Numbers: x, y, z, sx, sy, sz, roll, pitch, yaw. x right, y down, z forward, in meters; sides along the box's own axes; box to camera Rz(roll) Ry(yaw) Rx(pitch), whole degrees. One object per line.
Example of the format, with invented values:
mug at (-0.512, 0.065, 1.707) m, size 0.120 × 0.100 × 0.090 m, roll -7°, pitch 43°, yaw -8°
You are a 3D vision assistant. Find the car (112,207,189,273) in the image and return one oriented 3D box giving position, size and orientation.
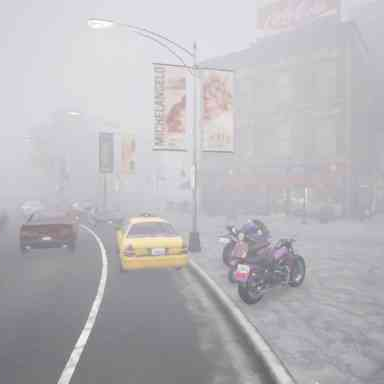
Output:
car at (-1.493, 1.456, 10.762) m, size 1.801 × 1.575 × 5.366 m, roll 0°, pitch 0°, yaw -15°

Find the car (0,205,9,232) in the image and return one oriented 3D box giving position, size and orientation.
car at (-11.982, 1.341, 19.401) m, size 2.097 × 1.767 × 4.553 m, roll 0°, pitch 0°, yaw -26°

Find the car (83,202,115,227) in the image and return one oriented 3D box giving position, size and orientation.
car at (-6.003, 1.591, 22.679) m, size 1.895 × 1.301 × 4.718 m, roll 0°, pitch 0°, yaw -25°

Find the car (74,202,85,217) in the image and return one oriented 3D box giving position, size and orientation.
car at (-9.033, 1.513, 27.542) m, size 2.002 × 1.452 × 4.674 m, roll 0°, pitch 0°, yaw -35°

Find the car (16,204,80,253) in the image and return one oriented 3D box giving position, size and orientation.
car at (-5.832, 1.473, 13.918) m, size 1.882 × 1.535 × 5.008 m, roll 0°, pitch 0°, yaw -18°

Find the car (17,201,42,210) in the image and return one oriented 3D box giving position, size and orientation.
car at (-13.739, 1.513, 28.509) m, size 1.812 × 1.442 × 4.674 m, roll 0°, pitch 0°, yaw -36°
